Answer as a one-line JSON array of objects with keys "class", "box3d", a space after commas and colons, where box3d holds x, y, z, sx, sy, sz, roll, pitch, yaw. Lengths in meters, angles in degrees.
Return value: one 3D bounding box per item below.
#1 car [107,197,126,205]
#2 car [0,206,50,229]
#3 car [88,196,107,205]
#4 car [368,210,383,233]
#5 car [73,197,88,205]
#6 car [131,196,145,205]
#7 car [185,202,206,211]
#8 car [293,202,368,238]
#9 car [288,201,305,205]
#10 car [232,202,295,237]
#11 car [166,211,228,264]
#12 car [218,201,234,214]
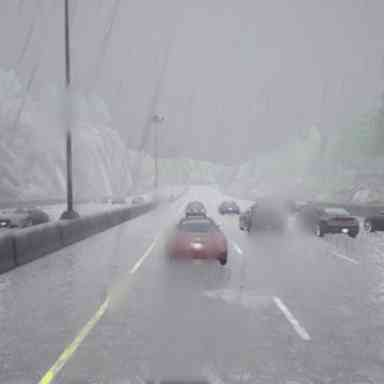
[{"class": "car", "box3d": [-13.562, 1.625, 61.752, 2.033, 1.411, 5.357, 0, 0, 1]}, {"class": "car", "box3d": [-10.462, 1.577, 20.460, 1.994, 1.385, 4.181, 0, 0, 0]}, {"class": "car", "box3d": [-17.062, 1.567, 62.087, 2.128, 1.511, 4.902, 0, 0, 1]}, {"class": "car", "box3d": [10.709, 1.546, 17.023, 2.128, 1.511, 4.902, 0, 0, 0]}, {"class": "car", "box3d": [-20.559, 1.608, 61.649, 2.033, 1.411, 5.357, 0, 0, 1]}, {"class": "car", "box3d": [-10.064, 1.597, 62.299, 1.837, 1.490, 4.892, 0, 0, 1]}, {"class": "car", "box3d": [0.307, 1.601, 29.997, 2.033, 1.411, 5.357, 0, 0, 0]}, {"class": "car", "box3d": [7.216, 1.553, 18.044, 1.837, 1.490, 4.892, 0, 0, 0]}, {"class": "car", "box3d": [10.840, 1.609, 34.184, 1.812, 1.442, 4.674, 0, 0, 0]}, {"class": "car", "box3d": [3.719, 1.532, 18.295, 2.128, 1.511, 4.902, 0, 0, 0]}, {"class": "car", "box3d": [0.166, 1.585, 11.995, 1.994, 1.385, 4.181, 0, 0, 1]}, {"class": "car", "box3d": [3.845, 1.633, 35.035, 1.994, 1.385, 4.181, 0, 0, 0]}]
